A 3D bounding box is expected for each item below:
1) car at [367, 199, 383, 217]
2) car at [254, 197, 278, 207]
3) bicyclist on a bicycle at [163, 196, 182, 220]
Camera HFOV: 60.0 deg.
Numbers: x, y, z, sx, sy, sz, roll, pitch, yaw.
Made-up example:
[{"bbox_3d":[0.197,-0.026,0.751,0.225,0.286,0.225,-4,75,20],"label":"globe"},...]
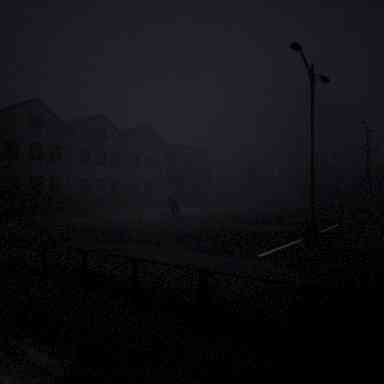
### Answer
[{"bbox_3d":[15.445,1.298,26.799,2.007,1.523,4.514,0,0,35],"label":"car"},{"bbox_3d":[10.458,1.356,46.673,2.033,1.411,5.357,0,0,32],"label":"car"},{"bbox_3d":[-1.377,1.109,23.046,1.656,1.620,0.582,0,0,35],"label":"bicyclist on a bicycle"}]
